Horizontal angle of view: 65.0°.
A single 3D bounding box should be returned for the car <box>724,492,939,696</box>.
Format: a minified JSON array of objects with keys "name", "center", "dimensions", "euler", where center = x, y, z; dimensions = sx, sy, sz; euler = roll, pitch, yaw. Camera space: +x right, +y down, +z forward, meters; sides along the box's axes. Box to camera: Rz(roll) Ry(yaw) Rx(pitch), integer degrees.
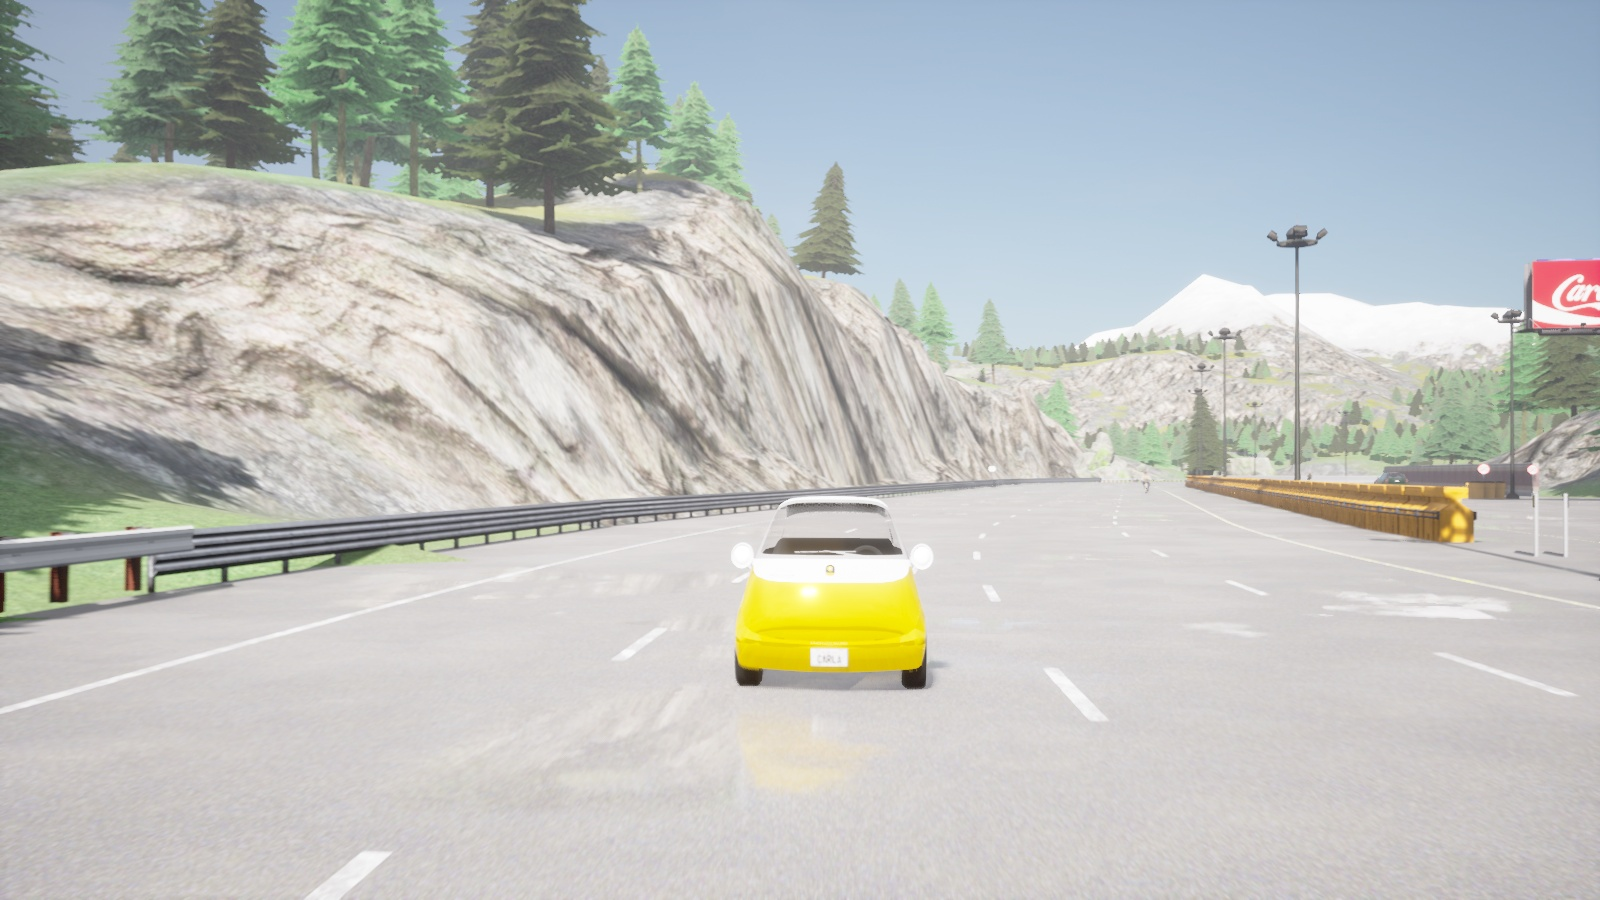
[{"name":"car","center":[0.278,1.032,9.795],"dimensions":[1.481,1.376,2.207],"euler":[0,-1,3]}]
